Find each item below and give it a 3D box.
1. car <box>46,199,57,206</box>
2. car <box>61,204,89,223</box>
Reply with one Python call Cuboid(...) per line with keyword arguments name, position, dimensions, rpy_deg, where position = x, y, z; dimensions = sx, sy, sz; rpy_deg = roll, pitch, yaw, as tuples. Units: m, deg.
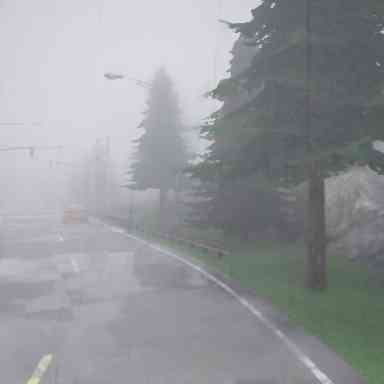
Cuboid(name="car", position=(-30.031, 2.220, 71.248), dimensions=(1.994, 1.385, 4.181), rpy_deg=(0, -1, -25))
Cuboid(name="car", position=(-10.000, 1.768, 28.307), dimensions=(1.882, 1.535, 5.008), rpy_deg=(0, 0, -25))
